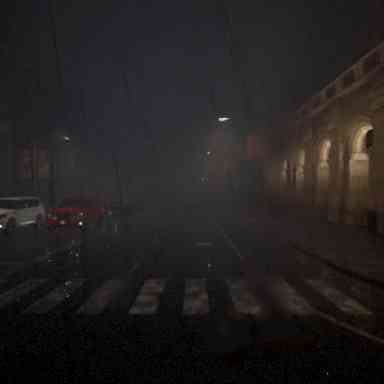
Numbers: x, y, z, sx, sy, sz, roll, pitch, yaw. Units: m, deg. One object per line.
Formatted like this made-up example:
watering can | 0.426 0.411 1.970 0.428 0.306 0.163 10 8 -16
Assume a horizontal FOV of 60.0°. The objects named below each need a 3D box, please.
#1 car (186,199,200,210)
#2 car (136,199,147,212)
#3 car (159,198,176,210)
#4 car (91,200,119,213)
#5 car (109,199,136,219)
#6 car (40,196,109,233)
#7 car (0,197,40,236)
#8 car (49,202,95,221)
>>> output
car | 0.214 1.681 45.196 2.128 1.511 4.902 0 0 1
car | -6.847 1.650 41.342 1.882 1.535 5.008 0 0 1
car | -3.286 1.540 45.185 2.097 1.767 4.553 0 0 1
car | -10.360 1.715 40.043 2.033 1.411 5.357 0 0 1
car | -6.982 1.621 30.932 2.128 1.511 4.902 0 0 1
car | -7.097 1.309 20.806 2.150 2.045 5.566 0 0 -2
car | -10.594 1.303 19.368 2.150 2.045 5.566 0 0 0
car | -10.504 1.671 29.600 2.033 1.411 5.357 0 0 1
